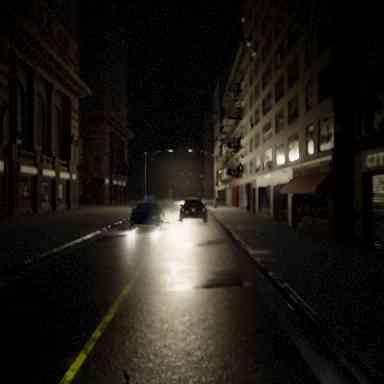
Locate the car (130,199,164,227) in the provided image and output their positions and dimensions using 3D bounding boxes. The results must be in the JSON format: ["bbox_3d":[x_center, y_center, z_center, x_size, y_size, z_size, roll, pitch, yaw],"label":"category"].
[{"bbox_3d":[-3.000,1.488,22.825,1.882,1.535,5.008,0,0,0],"label":"car"}]

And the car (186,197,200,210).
[{"bbox_3d":[0.101,1.527,45.675,1.882,1.535,5.008,0,0,0],"label":"car"}]

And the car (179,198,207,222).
[{"bbox_3d":[0.100,1.367,26.716,2.097,1.767,4.553,0,0,0],"label":"car"}]
